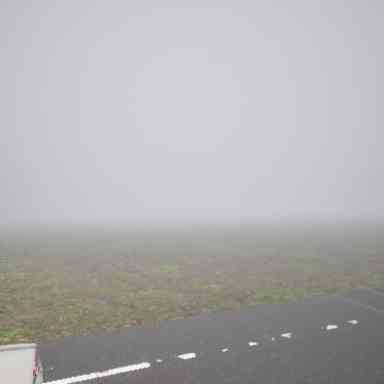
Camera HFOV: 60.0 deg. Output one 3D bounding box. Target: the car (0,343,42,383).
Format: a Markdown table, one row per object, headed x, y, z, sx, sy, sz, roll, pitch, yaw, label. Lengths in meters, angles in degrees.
| x | y | z | sx | sy | sz | roll | pitch | yaw | label |
| --- | --- | --- | --- | --- | --- | --- | --- | --- | --- |
| -3.358 | 1.686 | 1.679 | 4.718 | 1.301 | 1.895 | 0 | -2 | -23 | car |
